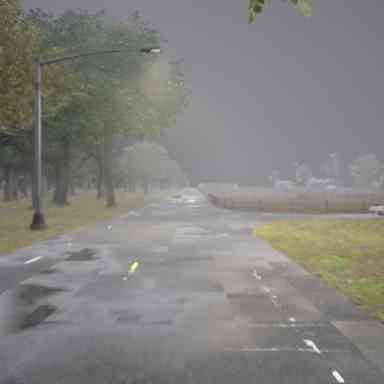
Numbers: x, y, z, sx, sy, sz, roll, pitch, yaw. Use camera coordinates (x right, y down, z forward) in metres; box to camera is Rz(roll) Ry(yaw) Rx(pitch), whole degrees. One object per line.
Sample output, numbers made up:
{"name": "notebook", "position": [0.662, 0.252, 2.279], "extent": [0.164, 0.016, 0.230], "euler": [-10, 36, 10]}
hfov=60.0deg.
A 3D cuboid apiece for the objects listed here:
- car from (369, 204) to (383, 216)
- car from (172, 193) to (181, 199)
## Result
{"name": "car", "position": [18.402, 1.512, 29.273], "extent": [4.718, 1.301, 1.895], "euler": [0, -1, 0]}
{"name": "car", "position": [-3.486, 0.917, 76.377], "extent": [1.994, 1.385, 4.181], "euler": [0, 1, 0]}
